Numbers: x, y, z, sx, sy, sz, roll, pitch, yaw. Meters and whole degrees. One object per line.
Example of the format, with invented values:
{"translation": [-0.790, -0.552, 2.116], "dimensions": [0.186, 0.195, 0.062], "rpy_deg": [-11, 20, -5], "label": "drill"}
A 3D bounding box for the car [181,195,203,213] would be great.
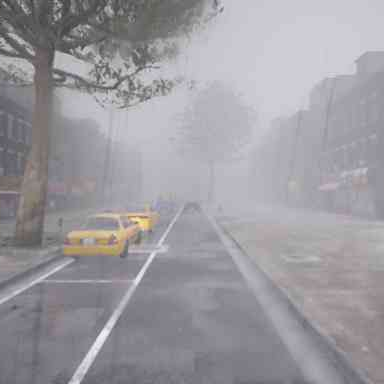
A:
{"translation": [0.058, 1.428, 35.544], "dimensions": [1.837, 1.490, 4.892], "rpy_deg": [0, 0, 0], "label": "car"}

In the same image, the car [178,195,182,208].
{"translation": [-2.632, 1.476, 44.429], "dimensions": [1.947, 1.339, 4.313], "rpy_deg": [2, 0, 0], "label": "car"}

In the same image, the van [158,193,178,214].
{"translation": [-2.622, 1.268, 33.358], "dimensions": [1.690, 1.788, 3.998], "rpy_deg": [2, 0, 0], "label": "van"}

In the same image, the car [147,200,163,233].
{"translation": [-3.020, 1.430, 19.136], "dimensions": [1.882, 1.535, 5.008], "rpy_deg": [0, 0, 0], "label": "car"}

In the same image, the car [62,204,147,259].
{"translation": [-3.028, 1.425, 12.323], "dimensions": [1.801, 1.575, 5.366], "rpy_deg": [0, 0, 0], "label": "car"}

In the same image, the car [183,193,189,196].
{"translation": [0.011, 1.383, 47.911], "dimensions": [1.882, 1.535, 5.008], "rpy_deg": [0, 0, 1], "label": "car"}

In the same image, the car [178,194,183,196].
{"translation": [-2.632, 1.428, 49.794], "dimensions": [1.752, 1.417, 4.829], "rpy_deg": [2, 0, 0], "label": "car"}
